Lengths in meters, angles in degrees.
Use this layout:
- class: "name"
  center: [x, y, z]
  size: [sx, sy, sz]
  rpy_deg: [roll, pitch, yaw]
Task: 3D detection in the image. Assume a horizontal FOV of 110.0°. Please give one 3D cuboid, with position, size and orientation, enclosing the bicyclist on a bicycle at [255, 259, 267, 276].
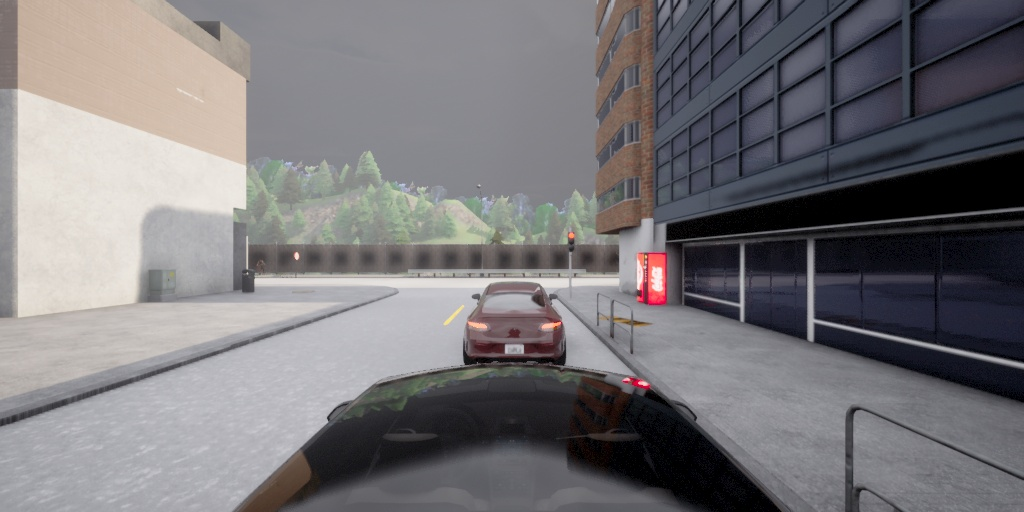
- class: "bicyclist on a bicycle"
  center: [-24.184, 1.098, 34.517]
  size: [0.582, 1.620, 1.656]
  rpy_deg: [0, 0, 0]

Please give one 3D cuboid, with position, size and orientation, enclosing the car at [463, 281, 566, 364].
- class: "car"
  center: [0.059, 1.276, 7.844]
  size: [1.812, 1.442, 4.674]
  rpy_deg: [0, 0, 1]
